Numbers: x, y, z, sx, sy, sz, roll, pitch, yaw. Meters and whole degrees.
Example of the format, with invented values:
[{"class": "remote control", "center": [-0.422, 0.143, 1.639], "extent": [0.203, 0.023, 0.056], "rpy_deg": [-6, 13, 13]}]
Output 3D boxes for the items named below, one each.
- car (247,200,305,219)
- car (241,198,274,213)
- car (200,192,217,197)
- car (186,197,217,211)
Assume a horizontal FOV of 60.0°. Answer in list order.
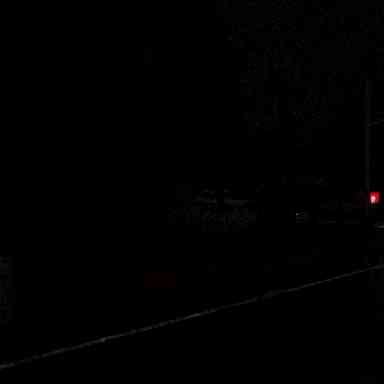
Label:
[{"class": "car", "center": [7.460, 1.616, 29.243], "extent": [1.895, 1.301, 4.718], "rpy_deg": [0, 0, -37]}, {"class": "car", "center": [7.397, 1.368, 35.425], "extent": [2.097, 1.767, 4.553], "rpy_deg": [0, 0, -37]}, {"class": "car", "center": [5.002, 1.113, 92.341], "extent": [1.932, 1.855, 4.605], "rpy_deg": [0, 0, -37]}, {"class": "car", "center": [1.402, 1.579, 37.263], "extent": [1.994, 1.385, 4.181], "rpy_deg": [0, 0, -37]}]
